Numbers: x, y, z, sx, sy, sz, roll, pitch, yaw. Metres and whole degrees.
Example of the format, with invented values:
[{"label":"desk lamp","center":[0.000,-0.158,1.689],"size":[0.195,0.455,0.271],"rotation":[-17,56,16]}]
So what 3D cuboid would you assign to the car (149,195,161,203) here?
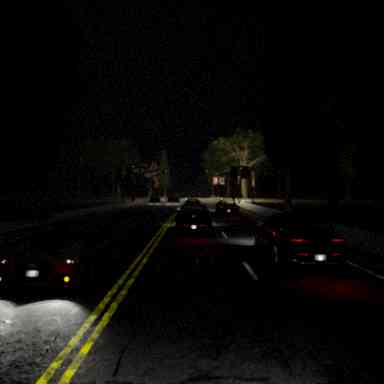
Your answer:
[{"label":"car","center":[-6.535,1.262,59.189],"size":[2.033,1.411,5.357],"rotation":[0,0,0]}]

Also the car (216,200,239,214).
[{"label":"car","center":[3.337,1.422,32.458],"size":[1.895,1.301,4.718],"rotation":[0,0,0]}]

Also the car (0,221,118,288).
[{"label":"car","center":[-3.354,1.511,8.987],"size":[1.994,1.385,4.181],"rotation":[0,0,0]}]

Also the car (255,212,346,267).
[{"label":"car","center":[3.345,1.440,11.073],"size":[1.837,1.490,4.892],"rotation":[0,0,0]}]

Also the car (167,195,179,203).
[{"label":"car","center":[-3.290,1.280,58.762],"size":[1.994,1.385,4.181],"rotation":[0,0,0]}]

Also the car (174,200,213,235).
[{"label":"car","center":[0.092,1.402,18.246],"size":[1.837,1.490,4.892],"rotation":[0,0,0]}]
